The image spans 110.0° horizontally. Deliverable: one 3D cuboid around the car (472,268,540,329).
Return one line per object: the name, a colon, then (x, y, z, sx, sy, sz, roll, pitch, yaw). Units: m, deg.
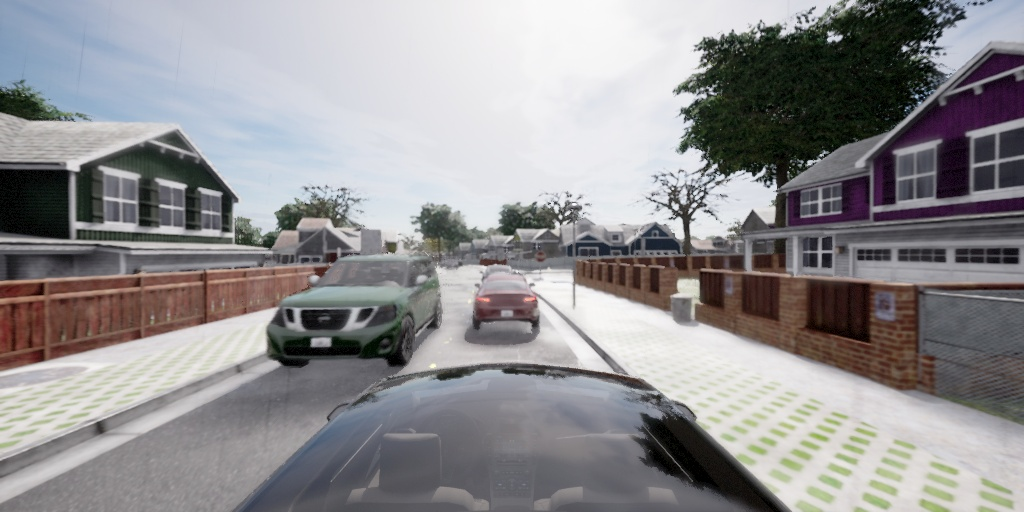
car: (-0.208, 1.269, 11.155, 1.812, 1.442, 4.674, 0, 0, -2)

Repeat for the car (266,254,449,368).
car: (-3.014, 0.969, 8.259, 2.150, 2.045, 5.566, 0, 0, -2)

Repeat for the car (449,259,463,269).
car: (-9.849, 1.396, 59.431, 2.128, 1.511, 4.902, 0, 0, -13)

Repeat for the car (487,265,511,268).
car: (-0.755, 1.247, 20.180, 1.837, 1.490, 4.892, 0, 0, -4)
